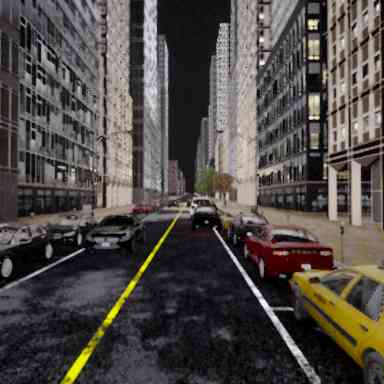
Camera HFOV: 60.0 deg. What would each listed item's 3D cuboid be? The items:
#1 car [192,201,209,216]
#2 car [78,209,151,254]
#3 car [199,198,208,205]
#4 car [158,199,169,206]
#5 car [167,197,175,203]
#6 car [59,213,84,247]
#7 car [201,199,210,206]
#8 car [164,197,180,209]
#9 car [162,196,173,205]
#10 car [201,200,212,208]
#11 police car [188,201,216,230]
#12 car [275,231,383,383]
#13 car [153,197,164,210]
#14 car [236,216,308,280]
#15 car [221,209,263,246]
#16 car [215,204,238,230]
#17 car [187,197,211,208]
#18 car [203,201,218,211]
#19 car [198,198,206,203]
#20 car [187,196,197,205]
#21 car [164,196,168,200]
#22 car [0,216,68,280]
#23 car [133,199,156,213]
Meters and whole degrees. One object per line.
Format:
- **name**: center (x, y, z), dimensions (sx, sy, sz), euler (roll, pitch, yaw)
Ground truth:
- **car**: center (0.889, 1.836, 38.697), dimensions (1.882, 1.535, 5.008), euler (0, 0, 0)
- **car**: center (-3.104, 1.666, 14.287), dimensions (1.812, 1.442, 4.674), euler (0, -1, 0)
- **car**: center (2.675, 2.194, 78.378), dimensions (1.752, 1.417, 4.829), euler (1, 0, 0)
- **car**: center (-5.703, 2.166, 66.870), dimensions (1.802, 1.307, 4.206), euler (1, 0, 0)
- **car**: center (-5.707, 2.185, 89.574), dimensions (1.967, 1.590, 4.097), euler (1, 0, 0)
- **car**: center (-5.689, 1.705, 15.791), dimensions (2.008, 1.369, 4.403), euler (0, -1, 0)
- **car**: center (2.678, 2.166, 66.858), dimensions (1.802, 1.307, 4.206), euler (1, 0, 0)
- **car**: center (-3.080, 1.997, 55.074), dimensions (1.837, 1.490, 4.892), euler (0, 0, 0)
- **car**: center (-5.703, 1.982, 78.225), dimensions (2.192, 1.841, 5.009), euler (1, 0, 0)
- **car**: center (2.679, 2.123, 61.184), dimensions (1.802, 1.307, 4.206), euler (1, 0, 0)
- **police car**: center (0.893, 1.645, 22.808), dimensions (1.930, 1.638, 5.238), euler (0, -1, 0)
- **car**: center (2.694, 1.573, 4.608), dimensions (1.752, 1.417, 4.829), euler (0, -1, 0)
- **car**: center (-5.697, 1.890, 49.847), dimensions (1.967, 1.590, 4.097), euler (0, 0, 0)
- **car**: center (2.693, 1.646, 10.112), dimensions (1.887, 1.381, 4.507), euler (0, -1, 0)
- **car**: center (2.691, 1.705, 15.786), dimensions (2.008, 1.369, 4.403), euler (0, -1, 0)
- **car**: center (2.690, 1.734, 21.632), dimensions (1.752, 1.417, 4.829), euler (0, -1, 0)
- **car**: center (0.891, 1.532, 32.730), dimensions (2.150, 2.045, 5.566), euler (0, 0, 0)
- **car**: center (2.682, 2.017, 49.836), dimensions (1.947, 1.339, 4.313), euler (0, 0, 0)
- **car**: center (2.672, 2.311, 89.557), dimensions (1.947, 1.339, 4.313), euler (1, 0, 0)
- **car**: center (-0.020, 1.859, 73.151), dimensions (2.097, 1.767, 4.553), euler (0, 0, 0)
- **car**: center (-5.698, 1.811, 55.523), dimensions (2.192, 1.841, 5.009), euler (0, 0, 0)
- **car**: center (-5.688, 1.651, 10.116), dimensions (2.008, 1.369, 4.403), euler (0, -1, 0)
- **car**: center (-5.695, 1.901, 38.494), dimensions (1.887, 1.381, 4.507), euler (0, 0, 0)
